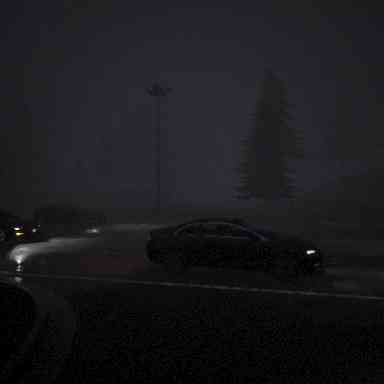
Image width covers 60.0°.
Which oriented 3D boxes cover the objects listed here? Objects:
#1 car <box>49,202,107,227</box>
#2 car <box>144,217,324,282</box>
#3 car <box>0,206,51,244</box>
[{"bbox_3d":[-8.188,1.479,22.427,5.008,1.535,1.882,0,0,13],"label":"car"},{"bbox_3d":[1.089,1.493,9.422,4.902,1.511,2.128,0,0,13],"label":"car"},{"bbox_3d":[-9.463,1.506,15.534,4.892,1.490,1.837,0,0,13],"label":"car"}]
